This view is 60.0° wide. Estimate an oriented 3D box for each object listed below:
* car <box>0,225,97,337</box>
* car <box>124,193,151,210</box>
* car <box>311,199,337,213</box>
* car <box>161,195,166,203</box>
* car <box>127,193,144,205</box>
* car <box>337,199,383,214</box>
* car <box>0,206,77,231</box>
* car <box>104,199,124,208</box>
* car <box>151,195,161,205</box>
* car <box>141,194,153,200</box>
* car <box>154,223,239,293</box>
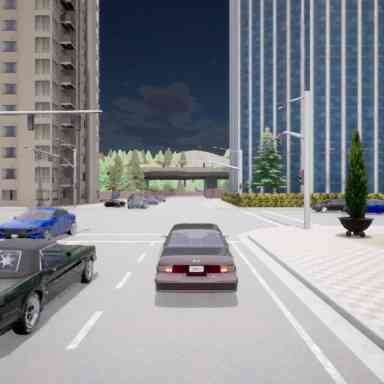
[{"bbox_3d":[-3.425,1.601,6.659,1.895,1.301,4.718,0,0,1],"label":"car"},{"bbox_3d":[-7.012,1.351,43.013,2.097,1.767,4.553,0,0,0],"label":"car"},{"bbox_3d":[15.665,1.505,36.560,4.892,1.490,1.837,0,0,0],"label":"car"},{"bbox_3d":[-6.855,1.355,72.035,2.097,1.767,4.553,0,0,0],"label":"car"},{"bbox_3d":[-10.436,1.223,62.004,2.150,2.045,5.566,0,0,1],"label":"car"},{"bbox_3d":[17.616,1.477,33.076,5.008,1.535,1.882,0,0,0],"label":"car"},{"bbox_3d":[-7.068,1.477,15.738,1.882,1.535,5.008,0,0,0],"label":"car"},{"bbox_3d":[-10.775,1.601,46.724,1.895,1.301,4.718,0,0,4],"label":"car"},{"bbox_3d":[-6.970,1.352,56.989,2.097,1.767,4.553,0,0,0],"label":"car"},{"bbox_3d":[-10.344,1.154,77.378,2.033,1.411,5.357,0,0,0],"label":"car"},{"bbox_3d":[0.093,1.547,8.998,2.033,1.411,5.357,0,0,0],"label":"car"}]
